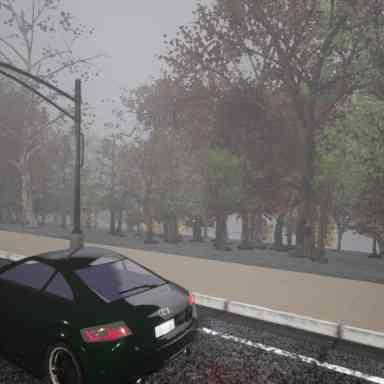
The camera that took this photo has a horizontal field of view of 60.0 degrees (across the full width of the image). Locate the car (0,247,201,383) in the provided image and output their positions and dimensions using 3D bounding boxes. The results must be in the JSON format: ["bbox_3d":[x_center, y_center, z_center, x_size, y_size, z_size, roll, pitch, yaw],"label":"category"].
[{"bbox_3d":[-1.945,1.563,5.073,4.181,1.385,1.994,0,0,36],"label":"car"}]
